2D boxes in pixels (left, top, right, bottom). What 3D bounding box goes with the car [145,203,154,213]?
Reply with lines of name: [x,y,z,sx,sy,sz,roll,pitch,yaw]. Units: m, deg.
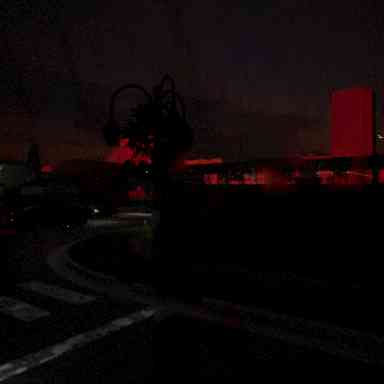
car: [-3.106,1.525,36.443,1.812,1.442,4.674,1,0,36]

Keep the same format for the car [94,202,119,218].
car: [-8.766,1.547,28.456,2.033,1.411,5.357,1,0,35]

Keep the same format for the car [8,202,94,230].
car: [-9.184,1.503,21.670,1.882,1.535,5.008,0,0,35]
